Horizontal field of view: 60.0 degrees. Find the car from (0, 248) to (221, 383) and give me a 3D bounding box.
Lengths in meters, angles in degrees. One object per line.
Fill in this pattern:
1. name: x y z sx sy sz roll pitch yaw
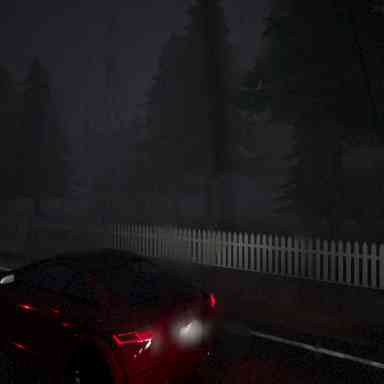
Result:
1. car: -1.675 1.564 4.975 4.181 1.385 1.994 0 0 35
